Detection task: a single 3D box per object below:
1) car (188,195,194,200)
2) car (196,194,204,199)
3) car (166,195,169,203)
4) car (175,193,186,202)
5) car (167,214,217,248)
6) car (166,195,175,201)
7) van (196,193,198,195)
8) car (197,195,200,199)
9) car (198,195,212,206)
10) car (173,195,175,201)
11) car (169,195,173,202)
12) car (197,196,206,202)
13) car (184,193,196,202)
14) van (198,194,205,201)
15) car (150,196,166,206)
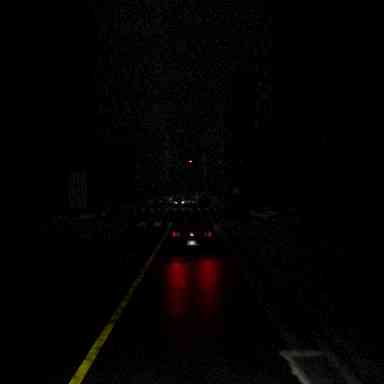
[{"bbox_3d":[-0.270,1.503,91.397,1.812,1.442,4.674,0,0,0],"label":"car"},{"bbox_3d":[2.346,1.653,70.362,1.947,1.339,4.313,0,0,0],"label":"car"},{"bbox_3d":[-5.690,1.503,59.349,1.967,1.590,4.097,0,0,0],"label":"car"},{"bbox_3d":[-3.029,1.590,82.043,1.882,1.535,5.008,0,0,0],"label":"car"},{"bbox_3d":[0.000,1.618,14.680,1.895,1.301,4.718,0,0,0],"label":"car"},{"bbox_3d":[-5.663,1.573,86.902,1.967,1.590,4.097,0,0,0],"label":"car"},{"bbox_3d":[2.351,1.442,75.873,1.690,1.788,3.998,0,0,0],"label":"van"},{"bbox_3d":[2.341,1.656,64.852,1.802,1.307,4.206,0,0,0],"label":"car"},{"bbox_3d":[2.330,1.618,53.829,1.947,1.339,4.313,0,0,0],"label":"car"},{"bbox_3d":[-5.673,1.652,75.880,2.008,1.369,4.403,0,0,0],"label":"car"},{"bbox_3d":[-5.679,1.669,70.370,1.802,1.307,4.206,0,0,0],"label":"car"},{"bbox_3d":[2.357,1.667,81.383,2.008,1.369,4.403,0,0,0],"label":"car"},{"bbox_3d":[-0.283,1.562,78.062,1.994,1.385,4.181,0,0,0],"label":"car"},{"bbox_3d":[2.362,1.474,86.894,1.690,1.788,3.998,0,0,0],"label":"van"},{"bbox_3d":[-5.695,1.492,53.838,1.967,1.590,4.097,0,0,0],"label":"car"}]
